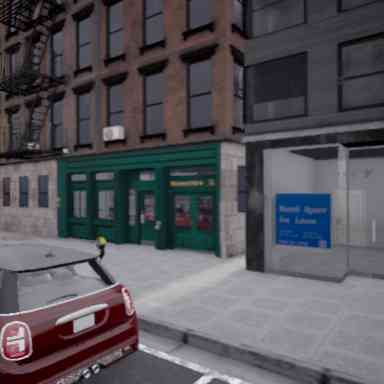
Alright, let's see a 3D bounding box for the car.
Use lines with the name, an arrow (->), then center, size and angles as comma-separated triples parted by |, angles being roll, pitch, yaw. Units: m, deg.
car -> -2.762, 1.475, 4.780 | 4.097, 1.590, 1.967 | 0, 0, 36
